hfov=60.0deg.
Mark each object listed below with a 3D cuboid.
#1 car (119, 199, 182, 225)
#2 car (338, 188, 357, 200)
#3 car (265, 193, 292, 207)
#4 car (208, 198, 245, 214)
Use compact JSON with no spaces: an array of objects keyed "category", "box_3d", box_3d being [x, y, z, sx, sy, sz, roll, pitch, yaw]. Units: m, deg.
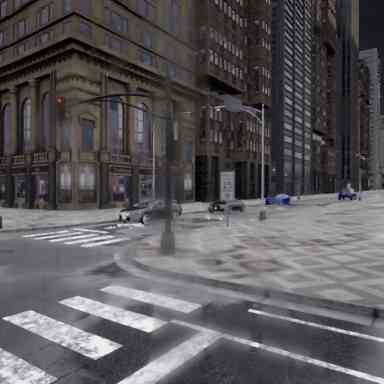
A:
[{"category":"car","box_3d":[-2.629,1.237,21.901,2.128,1.511,4.902,0,1,36]},{"category":"car","box_3d":[27.031,0.362,57.856,2.150,2.045,5.566,0,1,36]},{"category":"car","box_3d":[10.449,0.923,40.158,1.882,1.535,5.008,0,1,36]},{"category":"car","box_3d":[3.174,1.176,30.021,1.994,1.385,4.181,0,1,35]}]
